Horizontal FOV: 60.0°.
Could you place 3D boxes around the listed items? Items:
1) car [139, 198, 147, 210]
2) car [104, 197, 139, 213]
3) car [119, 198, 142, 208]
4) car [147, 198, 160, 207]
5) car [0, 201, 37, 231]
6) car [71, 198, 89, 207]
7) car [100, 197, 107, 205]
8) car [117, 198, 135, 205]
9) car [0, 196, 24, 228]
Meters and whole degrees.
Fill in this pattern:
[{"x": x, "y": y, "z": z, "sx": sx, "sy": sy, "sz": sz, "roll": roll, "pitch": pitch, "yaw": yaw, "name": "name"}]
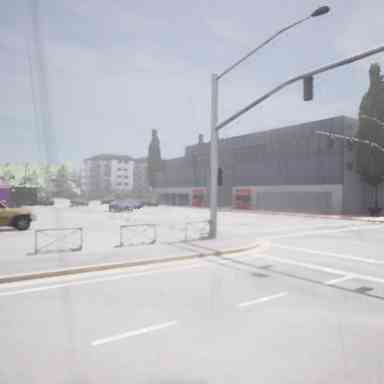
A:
[{"x": -8.755, "y": 1.747, "z": 46.338, "sx": 2.033, "sy": 1.411, "sz": 5.357, "roll": 1, "pitch": 0, "yaw": -34, "name": "car"}, {"x": -8.466, "y": 1.688, "z": 39.638, "sx": 1.812, "sy": 1.442, "sz": 4.674, "roll": 1, "pitch": 0, "yaw": -34, "name": "car"}, {"x": -10.238, "y": 1.731, "z": 55.075, "sx": 2.128, "sy": 1.511, "sz": 4.902, "roll": 1, "pitch": 0, "yaw": -33, "name": "car"}, {"x": -7.279, "y": 1.767, "z": 56.948, "sx": 2.128, "sy": 1.511, "sz": 4.902, "roll": 1, "pitch": 0, "yaw": -33, "name": "car"}, {"x": -10.818, "y": 1.167, "z": 17.711, "sx": 4.605, "sy": 1.855, "sz": 1.932, "roll": 1, "pitch": 0, "yaw": -35, "name": "car"}, {"x": -18.362, "y": 1.683, "z": 54.520, "sx": 1.882, "sy": 1.535, "sz": 5.008, "roll": 1, "pitch": 0, "yaw": -34, "name": "car"}, {"x": -15.918, "y": 1.746, "z": 63.434, "sx": 1.837, "sy": 1.490, "sz": 4.892, "roll": 1, "pitch": 0, "yaw": -34, "name": "car"}, {"x": -13.014, "y": 1.841, "z": 65.387, "sx": 1.994, "sy": 1.385, "sz": 4.181, "roll": 1, "pitch": 0, "yaw": -34, "name": "car"}, {"x": -12.448, "y": 1.170, "z": 20.102, "sx": 3.866, "sy": 1.878, "sz": 1.905, "roll": 1, "pitch": 0, "yaw": -35, "name": "car"}]
